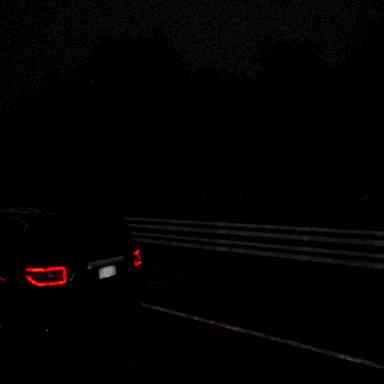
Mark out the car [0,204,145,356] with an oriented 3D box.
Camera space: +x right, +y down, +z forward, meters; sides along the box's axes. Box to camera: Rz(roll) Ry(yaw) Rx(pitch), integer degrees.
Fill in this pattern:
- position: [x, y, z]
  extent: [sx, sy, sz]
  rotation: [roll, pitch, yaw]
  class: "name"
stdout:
- position: [-3.386, 1.260, 6.366]
  extent: [5.566, 2.045, 2.150]
  rotation: [0, 0, 36]
  class: "car"
